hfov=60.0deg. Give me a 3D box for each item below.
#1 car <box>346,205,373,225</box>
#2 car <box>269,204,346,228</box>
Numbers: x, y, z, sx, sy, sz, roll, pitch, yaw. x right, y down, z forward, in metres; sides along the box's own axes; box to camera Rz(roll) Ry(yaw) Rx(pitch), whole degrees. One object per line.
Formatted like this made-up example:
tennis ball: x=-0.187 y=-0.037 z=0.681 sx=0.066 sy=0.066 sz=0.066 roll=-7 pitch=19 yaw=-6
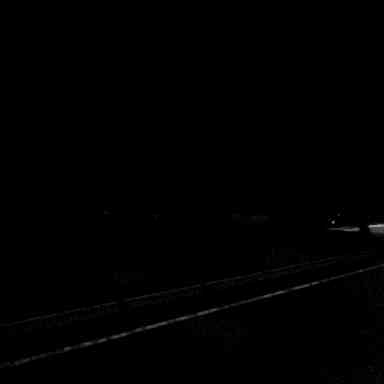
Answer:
car: x=11.078 y=1.624 z=24.752 sx=1.994 sy=1.385 sz=4.181 roll=0 pitch=-1 yaw=-41
car: x=7.773 y=1.668 z=23.150 sx=1.895 sy=1.301 sz=4.718 roll=0 pitch=-1 yaw=-37
